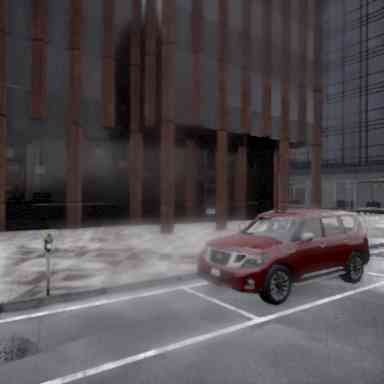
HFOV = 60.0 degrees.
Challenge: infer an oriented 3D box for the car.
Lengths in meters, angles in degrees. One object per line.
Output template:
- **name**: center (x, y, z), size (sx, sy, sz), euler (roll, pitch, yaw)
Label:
- **car**: center (2.553, 1.402, 8.469), size (5.009, 1.841, 2.192), euler (1, -1, -35)
